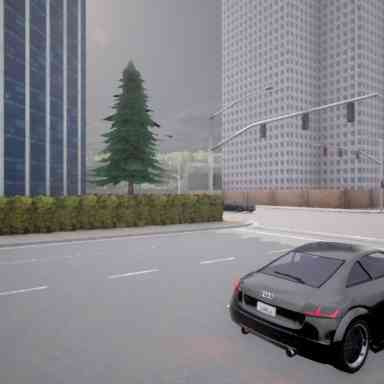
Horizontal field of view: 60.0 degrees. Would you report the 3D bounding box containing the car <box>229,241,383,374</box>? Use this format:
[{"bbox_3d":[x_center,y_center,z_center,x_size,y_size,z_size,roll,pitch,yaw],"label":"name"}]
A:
[{"bbox_3d":[2.661,1.564,5.679,4.181,1.385,1.994,0,0,-35],"label":"car"}]

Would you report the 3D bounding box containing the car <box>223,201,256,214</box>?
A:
[{"bbox_3d":[4.699,1.601,35.916,1.895,1.301,4.718,0,0,-35],"label":"car"}]
